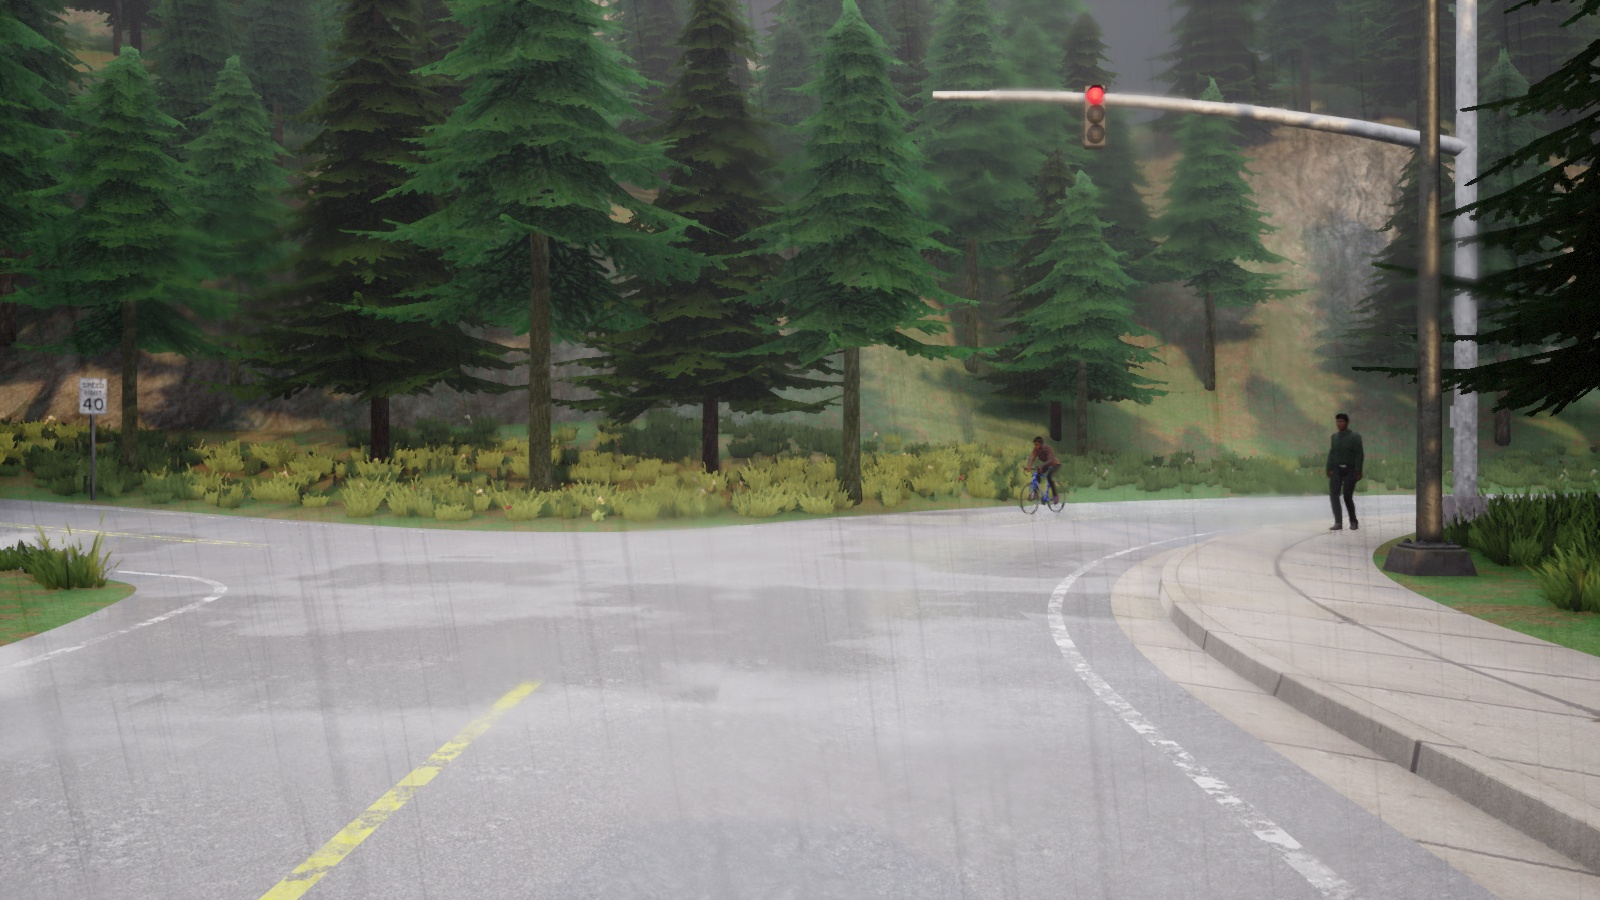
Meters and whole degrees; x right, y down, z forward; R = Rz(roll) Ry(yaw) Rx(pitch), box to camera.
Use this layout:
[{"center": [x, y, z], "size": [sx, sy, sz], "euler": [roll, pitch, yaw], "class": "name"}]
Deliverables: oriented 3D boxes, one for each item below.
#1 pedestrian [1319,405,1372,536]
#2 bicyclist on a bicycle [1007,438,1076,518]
[{"center": [8.313, 0.307, 19.139], "size": [0.788, 1.949, 0.423], "euler": [0, 0, -40], "class": "pedestrian"}, {"center": [5.075, 0.555, 26.332], "size": [1.656, 1.620, 0.582], "euler": [-1, 1, -45], "class": "bicyclist on a bicycle"}]
